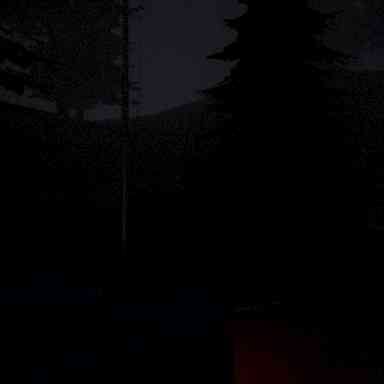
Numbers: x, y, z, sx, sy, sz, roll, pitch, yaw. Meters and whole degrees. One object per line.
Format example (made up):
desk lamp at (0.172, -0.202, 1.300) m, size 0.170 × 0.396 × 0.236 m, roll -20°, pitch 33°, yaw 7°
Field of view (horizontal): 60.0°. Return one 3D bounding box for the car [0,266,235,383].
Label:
car at (-1.977, 1.441, 2.568) m, size 5.008 × 1.535 × 1.882 m, roll 0°, pitch 0°, yaw -32°
